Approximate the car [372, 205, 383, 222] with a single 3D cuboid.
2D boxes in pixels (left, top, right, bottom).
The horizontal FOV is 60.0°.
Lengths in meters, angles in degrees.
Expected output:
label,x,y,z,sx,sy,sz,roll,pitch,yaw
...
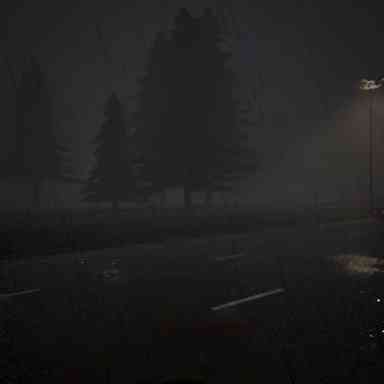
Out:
label,x,y,z,sx,sy,sz,roll,pitch,yaw
car,14.647,1.357,23.296,5.357,1.411,2.033,-1,0,-36
